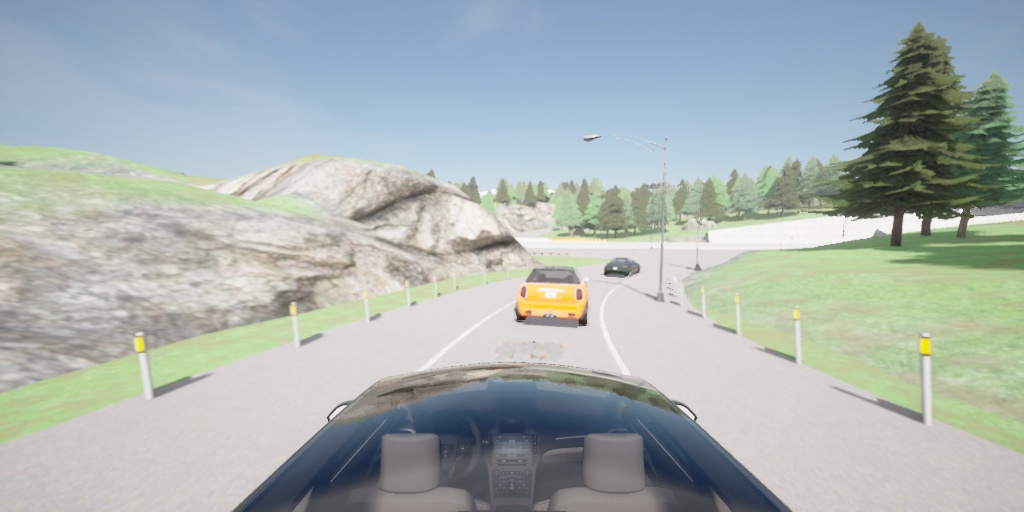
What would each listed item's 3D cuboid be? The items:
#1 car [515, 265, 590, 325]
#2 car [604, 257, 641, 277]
[{"bbox_3d":[1.520,1.077,12.088,2.097,1.767,4.553,1,1,12],"label":"car"},{"bbox_3d":[8.833,0.804,28.474,1.994,1.385,4.181,3,4,34],"label":"car"}]
